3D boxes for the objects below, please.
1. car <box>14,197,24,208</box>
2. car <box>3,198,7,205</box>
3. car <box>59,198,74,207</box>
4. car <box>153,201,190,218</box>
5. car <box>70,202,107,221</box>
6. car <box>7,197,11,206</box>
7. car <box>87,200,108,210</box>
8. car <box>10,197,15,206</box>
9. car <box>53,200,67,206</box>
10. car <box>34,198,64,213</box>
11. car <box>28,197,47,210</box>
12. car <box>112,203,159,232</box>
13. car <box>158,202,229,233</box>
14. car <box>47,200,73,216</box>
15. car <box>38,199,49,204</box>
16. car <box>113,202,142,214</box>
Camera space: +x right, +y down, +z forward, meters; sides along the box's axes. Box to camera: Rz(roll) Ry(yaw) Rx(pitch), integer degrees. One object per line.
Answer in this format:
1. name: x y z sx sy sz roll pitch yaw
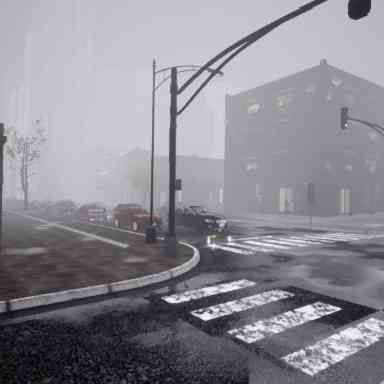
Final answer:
1. car: -29.114 2.013 57.784 1.887 1.381 4.507 1 -1 -35
2. car: -38.443 1.931 71.143 2.192 1.841 5.009 1 -1 -35
3. car: -25.235 2.115 66.871 1.967 1.590 4.097 1 -1 -35
4. car: -2.135 1.762 34.060 1.967 1.590 4.097 1 -1 -35
5. car: -8.585 1.730 28.207 1.802 1.307 4.206 1 -1 -35
6. car: -35.274 2.131 66.606 1.947 1.339 4.313 1 -1 -35
7. car: -14.821 2.039 52.098 1.752 1.417 4.829 1 -1 -35
8. car: -32.103 2.081 62.071 1.947 1.339 4.313 1 -1 -35
9. car: -28.405 2.307 71.404 1.802 1.307 4.206 1 -1 -35
10. car: -18.042 1.843 41.784 2.008 1.369 4.403 1 -1 -35
11. car: -22.719 1.891 48.545 1.752 1.417 4.829 1 -1 -35
12. car: -3.426 1.616 20.831 1.887 1.381 4.507 1 -1 -35
13. car: 0.246 1.593 20.335 2.128 1.511 4.902 1 -1 -35
14. car: -13.742 1.792 35.584 1.947 1.339 4.313 1 -1 -35
15. car: -38.014 2.404 85.148 1.752 1.417 4.829 1 -1 -35
16. car: -8.340 1.966 42.921 2.008 1.369 4.403 1 -1 -35
